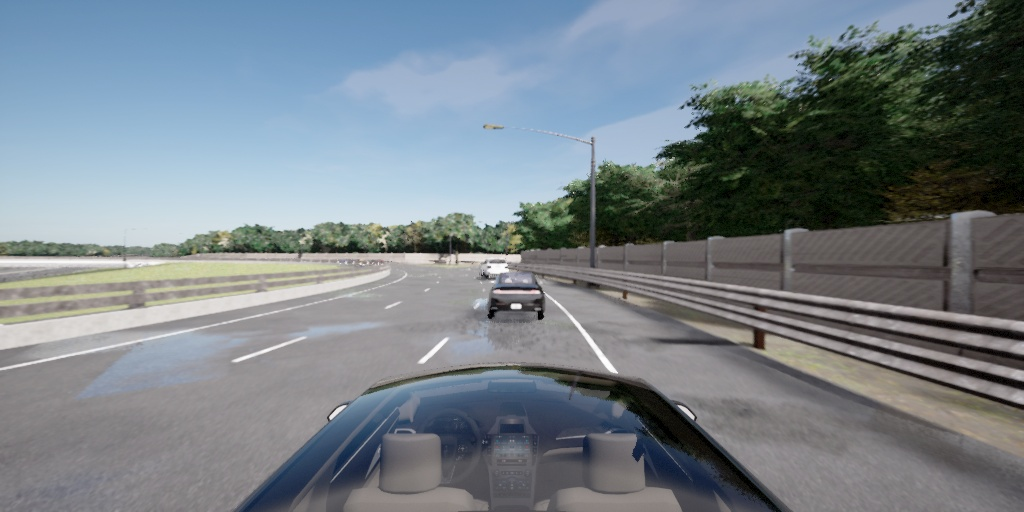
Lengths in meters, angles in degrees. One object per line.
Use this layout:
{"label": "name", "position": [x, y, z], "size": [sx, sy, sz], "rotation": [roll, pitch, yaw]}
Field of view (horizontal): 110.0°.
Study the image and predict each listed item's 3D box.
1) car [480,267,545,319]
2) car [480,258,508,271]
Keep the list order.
{"label": "car", "position": [0.160, 1.331, 13.234], "size": [2.128, 1.511, 4.902], "rotation": [1, 0, 1]}
{"label": "car", "position": [-1.792, 1.211, 35.348], "size": [2.150, 2.045, 5.566], "rotation": [1, -1, -11]}
